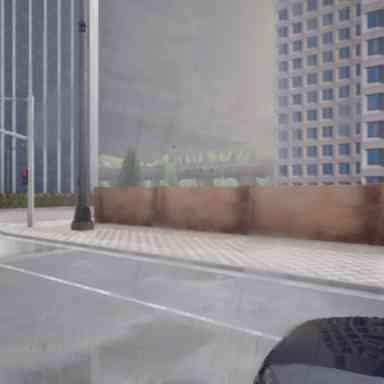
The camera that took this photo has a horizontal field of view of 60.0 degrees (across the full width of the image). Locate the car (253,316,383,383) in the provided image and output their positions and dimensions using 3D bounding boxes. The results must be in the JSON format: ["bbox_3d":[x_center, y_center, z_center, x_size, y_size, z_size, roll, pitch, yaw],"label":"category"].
[{"bbox_3d":[2.493,1.564,2.211,4.181,1.385,1.994,0,0,36],"label":"car"}]
